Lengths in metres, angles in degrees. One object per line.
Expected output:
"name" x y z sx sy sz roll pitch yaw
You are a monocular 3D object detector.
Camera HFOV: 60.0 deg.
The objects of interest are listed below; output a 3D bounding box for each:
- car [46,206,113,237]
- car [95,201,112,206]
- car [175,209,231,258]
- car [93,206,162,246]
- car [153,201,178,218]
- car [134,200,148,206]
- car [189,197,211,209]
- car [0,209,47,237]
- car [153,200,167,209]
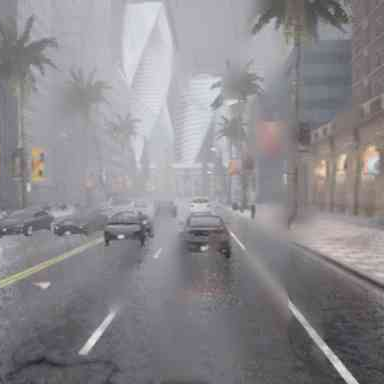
"car" -6.559 1.824 20.335 2.033 1.411 5.357 -1 -1 1
"car" -12.611 2.097 47.247 2.231 1.521 4.892 -1 -1 1
"car" 0.498 1.640 13.409 1.837 1.490 4.892 -1 -1 1
"car" -2.940 1.692 16.435 2.128 1.511 4.902 -1 -1 1
"car" -2.623 1.743 35.235 2.097 1.767 4.553 -1 -1 1
"car" -9.337 2.217 60.900 2.128 1.511 4.902 -1 -1 1
"car" 0.889 1.583 35.870 2.150 2.045 5.566 -1 -1 1
"car" -10.059 1.818 20.381 1.837 1.490 4.892 -1 -1 1
"car" -5.848 2.248 60.475 1.994 1.385 4.181 -1 -1 2
